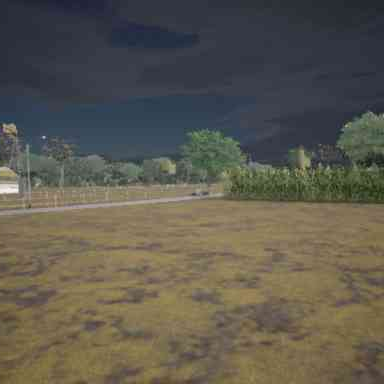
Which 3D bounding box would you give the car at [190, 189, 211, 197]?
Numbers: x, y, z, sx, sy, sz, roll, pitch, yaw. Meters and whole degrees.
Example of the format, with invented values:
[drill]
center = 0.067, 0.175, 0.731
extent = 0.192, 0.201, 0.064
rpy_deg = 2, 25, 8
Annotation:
[car]
center = 1.497, 0.116, 58.759
extent = 1.994, 1.385, 4.181
rpy_deg = -2, 1, 35
